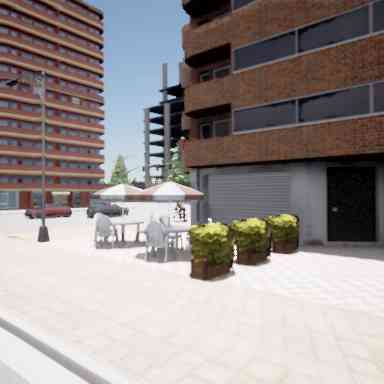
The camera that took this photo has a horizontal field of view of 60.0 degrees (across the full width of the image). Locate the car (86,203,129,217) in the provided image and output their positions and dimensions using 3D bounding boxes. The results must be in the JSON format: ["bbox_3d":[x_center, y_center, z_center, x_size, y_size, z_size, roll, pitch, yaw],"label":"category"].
[{"bbox_3d":[-8.300,1.792,32.971,1.994,1.385,4.181,0,0,40],"label":"car"}]

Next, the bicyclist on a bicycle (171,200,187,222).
[{"bbox_3d":[-0.965,1.464,24.928,1.656,1.620,0.582,-1,-1,40],"label":"bicyclist on a bicycle"}]

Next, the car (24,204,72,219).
[{"bbox_3d":[-13.825,1.811,32.112,1.994,1.385,4.181,0,0,40],"label":"car"}]
